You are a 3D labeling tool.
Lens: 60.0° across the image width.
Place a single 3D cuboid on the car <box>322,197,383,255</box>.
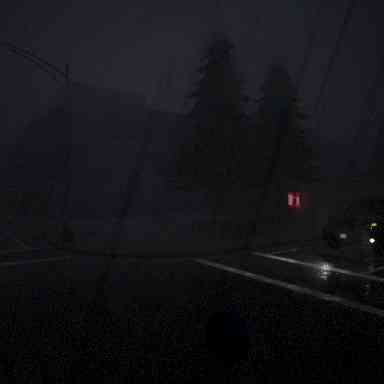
[{"bbox_3d":[7.713,1.248,13.737,5.566,2.045,2.150,0,0,-37],"label":"car"}]
